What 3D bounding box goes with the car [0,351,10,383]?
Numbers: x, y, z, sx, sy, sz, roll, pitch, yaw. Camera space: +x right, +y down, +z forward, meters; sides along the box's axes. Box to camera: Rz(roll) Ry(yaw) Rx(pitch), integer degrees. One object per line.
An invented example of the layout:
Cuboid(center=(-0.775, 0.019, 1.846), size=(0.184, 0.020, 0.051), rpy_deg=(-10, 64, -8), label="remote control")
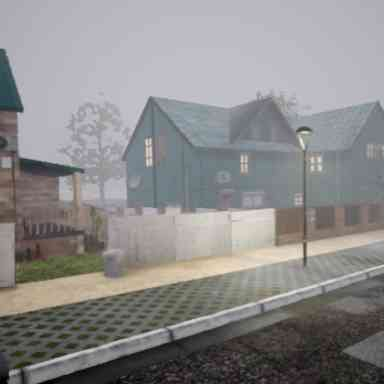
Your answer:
Cuboid(center=(-3.163, 1.516, 0.846), size=(4.892, 1.490, 1.837), rpy_deg=(0, 0, -36), label="car")
